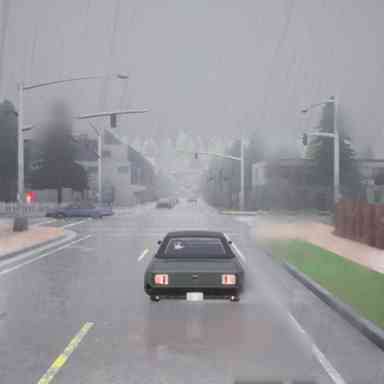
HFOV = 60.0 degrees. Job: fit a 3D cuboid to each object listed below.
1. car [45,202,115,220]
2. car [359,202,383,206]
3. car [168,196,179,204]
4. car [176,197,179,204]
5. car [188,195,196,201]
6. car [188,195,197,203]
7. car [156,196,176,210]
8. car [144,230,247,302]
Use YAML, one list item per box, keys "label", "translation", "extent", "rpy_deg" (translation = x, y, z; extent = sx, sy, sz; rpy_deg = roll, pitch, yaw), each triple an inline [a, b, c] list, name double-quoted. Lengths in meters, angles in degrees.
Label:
- label: "car"
  translation: [-9.111, 1.558, 27.420]
  extent: [5.357, 1.411, 2.033]
  rpy_deg: [0, 0, -3]
- label: "car"
  translation: [15.305, 1.580, 29.288]
  extent: [4.718, 1.301, 1.895]
  rpy_deg: [0, 0, -8]
- label: "car"
  translation: [-3.543, 1.561, 64.125]
  extent: [1.994, 1.385, 4.181]
  rpy_deg: [0, 0, 0]
- label: "car"
  translation: [-3.578, 1.502, 54.062]
  extent: [1.837, 1.490, 4.892]
  rpy_deg: [0, 0, 0]
- label: "car"
  translation: [0.017, 1.474, 81.492]
  extent: [1.882, 1.535, 5.008]
  rpy_deg: [0, 0, 0]
- label: "car"
  translation: [0.018, 1.592, 71.456]
  extent: [1.895, 1.301, 4.718]
  rpy_deg: [0, 0, 0]
- label: "car"
  translation: [-3.585, 1.476, 44.101]
  extent: [1.882, 1.535, 5.008]
  rpy_deg: [0, 0, 0]
- label: "car"
  translation: [0.070, 1.600, 8.225]
  extent: [1.895, 1.301, 4.718]
  rpy_deg: [0, 0, 0]
